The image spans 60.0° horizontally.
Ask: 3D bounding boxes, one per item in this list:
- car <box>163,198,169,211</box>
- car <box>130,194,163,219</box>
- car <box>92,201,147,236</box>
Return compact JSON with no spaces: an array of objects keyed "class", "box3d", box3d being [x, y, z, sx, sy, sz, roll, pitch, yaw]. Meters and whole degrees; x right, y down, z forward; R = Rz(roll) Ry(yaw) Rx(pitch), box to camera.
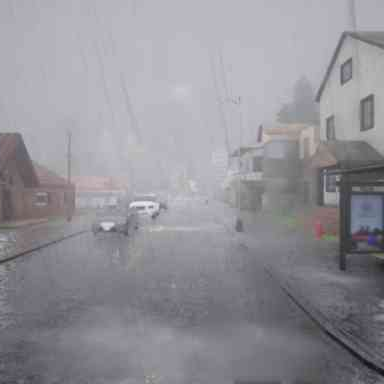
[{"class":"car","box3d":[-4.012,1.454,41.631,1.882,1.535,5.008,0,0,0]},{"class":"car","box3d":[-4.068,1.205,29.153,2.150,2.045,5.566,0,0,-1]},{"class":"car","box3d":[-4.070,1.481,18.419,2.128,1.511,4.902,0,0,0]}]
